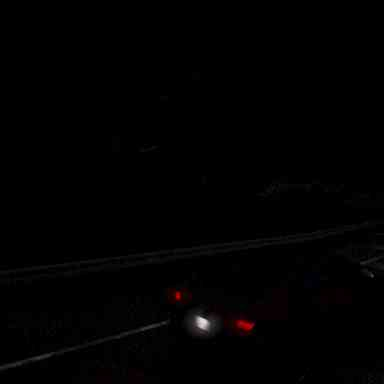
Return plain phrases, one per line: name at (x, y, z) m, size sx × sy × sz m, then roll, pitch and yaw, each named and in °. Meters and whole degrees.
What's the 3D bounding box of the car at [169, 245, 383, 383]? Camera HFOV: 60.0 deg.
car at (1.718, 1.574, 5.284) m, size 4.181 × 1.385 × 1.994 m, roll 0°, pitch 0°, yaw -37°
